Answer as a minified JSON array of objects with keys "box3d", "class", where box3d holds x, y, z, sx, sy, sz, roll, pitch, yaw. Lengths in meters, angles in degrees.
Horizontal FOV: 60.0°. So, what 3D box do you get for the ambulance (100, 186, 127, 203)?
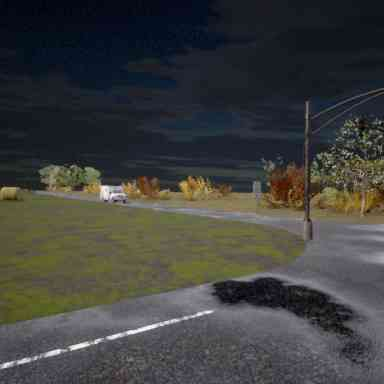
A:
[{"box3d":[-11.822,0.340,50.096,2.351,2.431,6.366,2,0,-32],"class":"ambulance"}]
